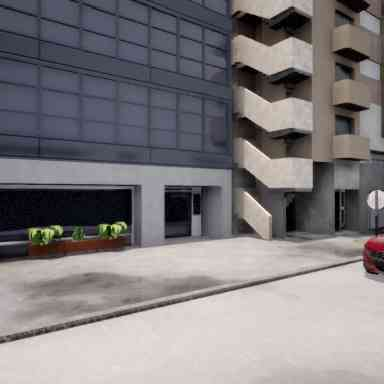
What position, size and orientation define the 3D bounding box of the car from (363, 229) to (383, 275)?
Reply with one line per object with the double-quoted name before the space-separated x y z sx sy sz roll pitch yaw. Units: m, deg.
"car" 6.773 1.477 9.371 5.008 1.535 1.882 0 0 -35
